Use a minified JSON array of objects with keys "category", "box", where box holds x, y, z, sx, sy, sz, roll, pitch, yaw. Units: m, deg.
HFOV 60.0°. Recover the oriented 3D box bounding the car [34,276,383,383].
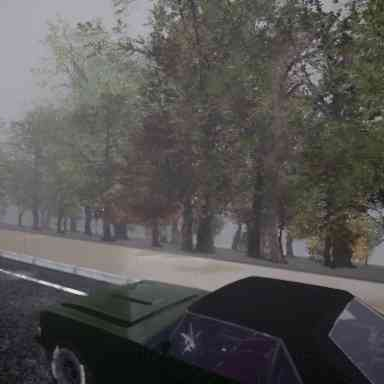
[{"category":"car","box":[0.461,1.593,3.352,4.718,1.301,1.895,0,0,35]}]
